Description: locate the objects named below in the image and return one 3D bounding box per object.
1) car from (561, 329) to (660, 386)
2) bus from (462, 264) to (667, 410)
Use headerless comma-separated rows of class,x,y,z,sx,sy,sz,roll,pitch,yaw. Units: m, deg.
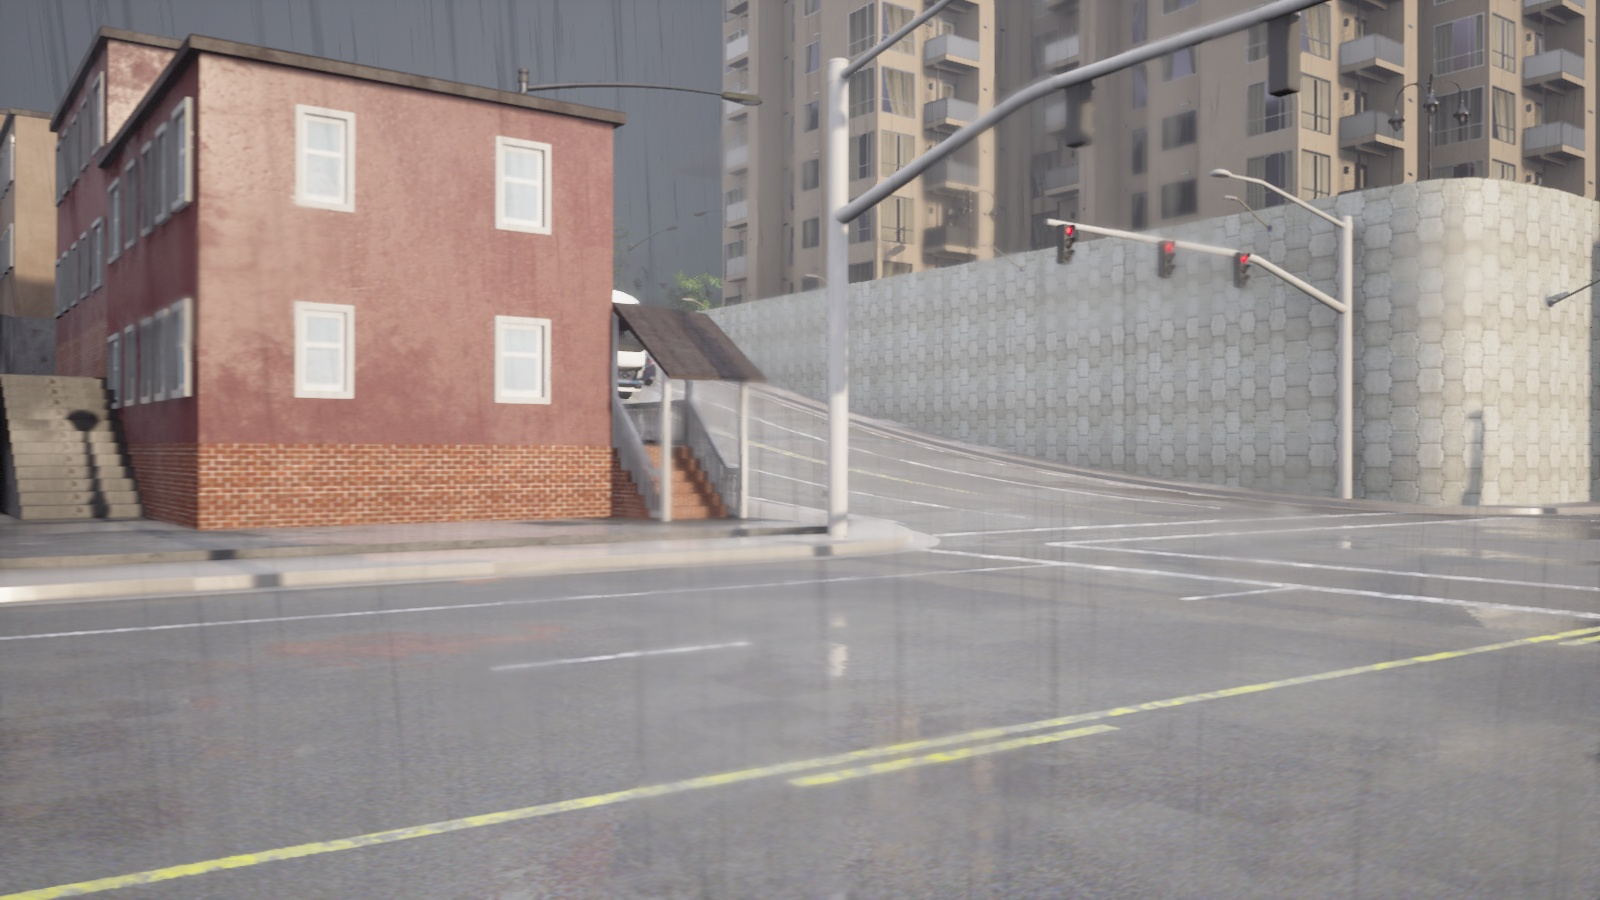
car,-8.310,-4.064,54.617,2.152,1.651,5.027,0,12,-35
bus,-9.779,-4.695,50.614,3.944,4.253,10.273,0,12,-35
